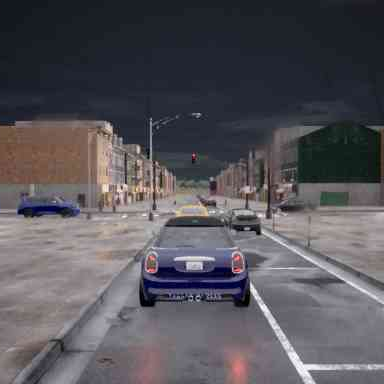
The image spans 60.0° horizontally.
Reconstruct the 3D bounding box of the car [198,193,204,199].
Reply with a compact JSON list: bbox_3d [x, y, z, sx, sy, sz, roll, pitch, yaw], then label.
[{"bbox_3d":[2.820,1.556,72.863,1.887,1.381,4.507,-1,0,0],"label":"car"}]

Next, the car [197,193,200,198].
[{"bbox_3d":[2.832,1.453,78.396,1.967,1.590,4.097,-1,0,0],"label":"car"}]

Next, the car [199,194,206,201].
[{"bbox_3d":[2.790,1.589,61.798,1.802,1.307,4.206,-1,0,0],"label":"car"}]

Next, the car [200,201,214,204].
[{"bbox_3d":[0.067,1.473,17.997,1.882,1.535,5.008,0,0,1],"label":"car"}]

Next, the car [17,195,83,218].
[{"bbox_3d":[-12.856,1.335,30.275,5.566,2.045,2.150,0,1,0],"label":"car"}]

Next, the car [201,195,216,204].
[{"bbox_3d":[2.760,1.547,50.733,1.887,1.381,4.507,-1,0,0],"label":"car"}]

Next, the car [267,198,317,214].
[{"bbox_3d":[9.924,1.405,33.402,4.892,1.490,1.837,0,1,4],"label":"car"}]

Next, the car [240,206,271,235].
[{"bbox_3d":[2.672,1.546,18.288,2.008,1.369,4.403,-1,0,0],"label":"car"}]

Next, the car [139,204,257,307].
[{"bbox_3d":[0.069,1.349,8.122,2.097,1.767,4.553,0,0,1],"label":"car"}]

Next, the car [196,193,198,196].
[{"bbox_3d":[2.880,1.571,94.993,2.008,1.369,4.403,-1,0,0],"label":"car"}]
